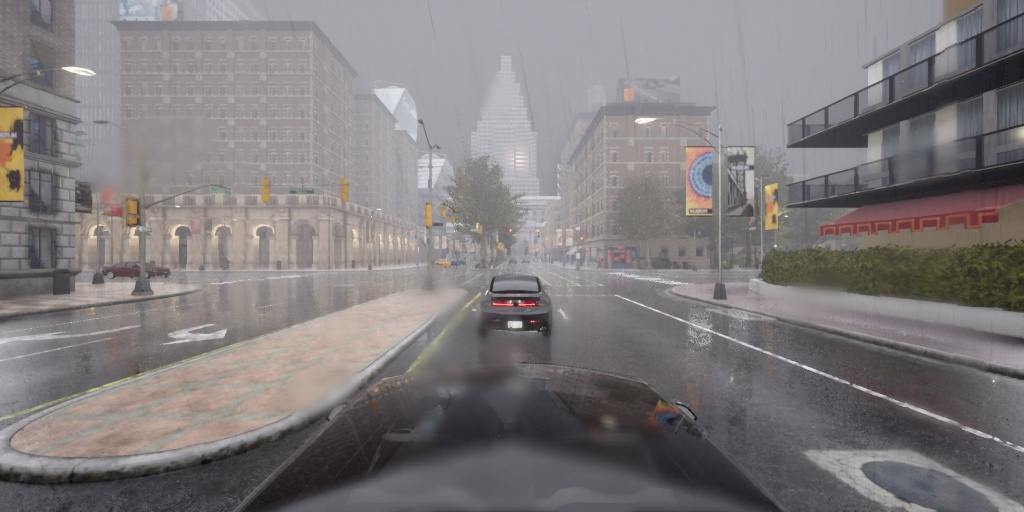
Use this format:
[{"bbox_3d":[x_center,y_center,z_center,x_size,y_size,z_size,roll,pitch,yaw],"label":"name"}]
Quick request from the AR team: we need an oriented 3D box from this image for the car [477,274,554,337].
[{"bbox_3d":[0.097,1.255,10.269,1.837,1.490,4.892,0,0,0],"label":"car"}]

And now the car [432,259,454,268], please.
[{"bbox_3d":[-11.440,1.228,59.601,1.882,1.535,5.008,0,0,0],"label":"car"}]

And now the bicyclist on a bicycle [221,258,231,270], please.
[{"bbox_3d":[-37.195,1.050,46.688,0.582,1.620,1.656,0,0,0],"label":"bicyclist on a bicycle"}]

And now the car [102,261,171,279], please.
[{"bbox_3d":[-33.648,1.228,32.230,5.008,1.535,1.882,0,0,0],"label":"car"}]
